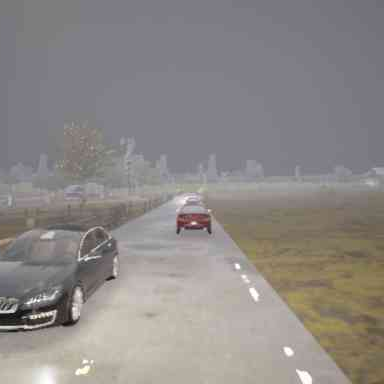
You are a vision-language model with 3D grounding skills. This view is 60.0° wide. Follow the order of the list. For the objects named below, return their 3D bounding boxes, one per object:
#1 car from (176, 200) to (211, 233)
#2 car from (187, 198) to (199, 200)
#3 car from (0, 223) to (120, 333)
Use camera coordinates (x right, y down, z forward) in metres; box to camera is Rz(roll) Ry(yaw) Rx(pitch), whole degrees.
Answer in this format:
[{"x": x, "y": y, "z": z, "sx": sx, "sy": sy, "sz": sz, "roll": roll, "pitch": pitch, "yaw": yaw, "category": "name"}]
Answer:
[{"x": 0.103, "y": 1.452, "z": 19.611, "sx": 1.882, "sy": 1.535, "sz": 5.008, "roll": 0, "pitch": 0, "yaw": 0, "category": "car"}, {"x": 0.107, "y": 1.394, "z": 40.219, "sx": 1.812, "sy": 1.442, "sz": 4.674, "roll": 0, "pitch": 0, "yaw": 0, "category": "car"}, {"x": -2.848, "y": 1.503, "z": 7.124, "sx": 1.837, "sy": 1.490, "sz": 4.892, "roll": 0, "pitch": 0, "yaw": 0, "category": "car"}]
